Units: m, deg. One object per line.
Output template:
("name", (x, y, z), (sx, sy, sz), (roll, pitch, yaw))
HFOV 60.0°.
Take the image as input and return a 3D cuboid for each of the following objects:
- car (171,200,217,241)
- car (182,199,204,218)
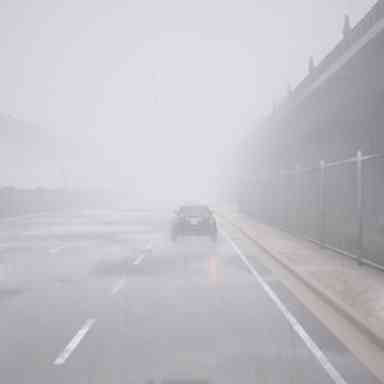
("car", (0.100, 1.338, 16.755), (2.097, 1.767, 4.553), (0, 0, 0))
("car", (0.100, 1.450, 31.007), (1.882, 1.535, 5.008), (0, 0, 0))
